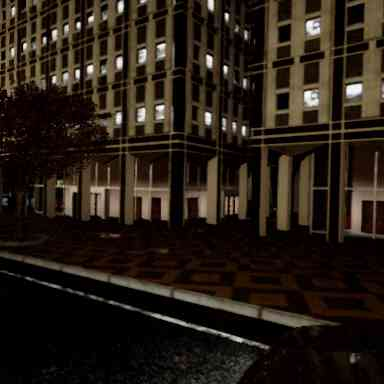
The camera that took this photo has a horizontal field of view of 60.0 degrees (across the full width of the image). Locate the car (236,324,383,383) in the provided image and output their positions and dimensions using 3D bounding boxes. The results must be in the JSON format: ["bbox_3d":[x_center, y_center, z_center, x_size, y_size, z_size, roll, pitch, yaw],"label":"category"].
[{"bbox_3d":[2.801,1.551,1.686,5.357,1.411,2.033,0,0,36],"label":"car"}]
